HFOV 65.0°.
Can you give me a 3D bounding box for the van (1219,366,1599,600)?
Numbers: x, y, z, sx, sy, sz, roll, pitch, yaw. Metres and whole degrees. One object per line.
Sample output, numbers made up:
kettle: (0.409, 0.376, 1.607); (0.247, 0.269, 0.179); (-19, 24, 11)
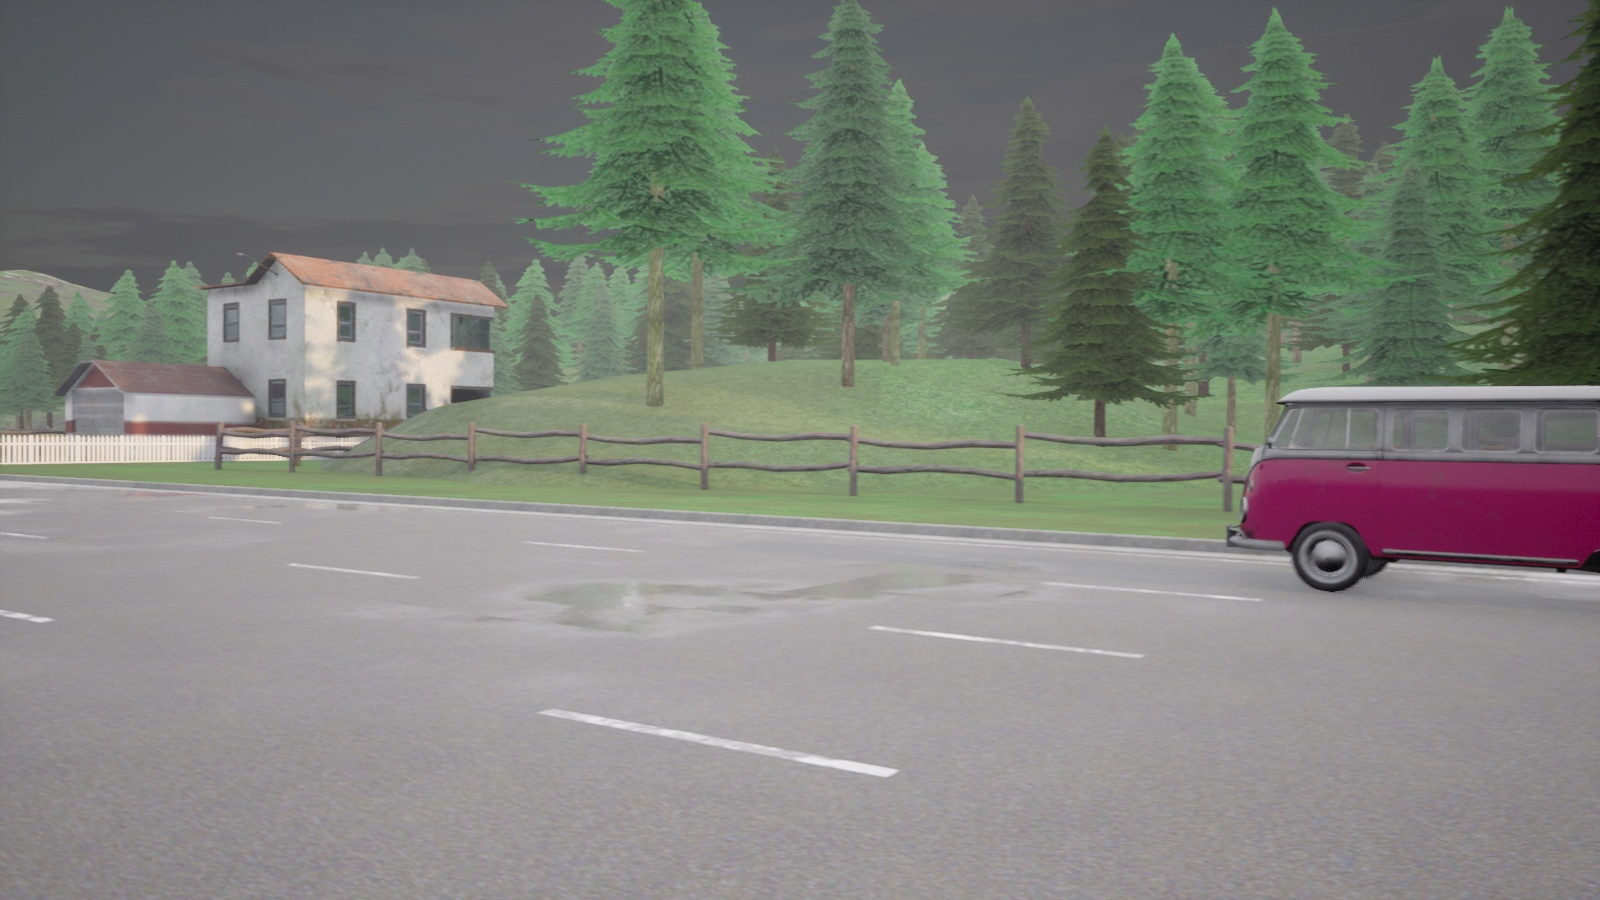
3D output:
van: (6.483, 0.263, 11.916); (4.442, 1.987, 1.775); (0, 1, 34)
